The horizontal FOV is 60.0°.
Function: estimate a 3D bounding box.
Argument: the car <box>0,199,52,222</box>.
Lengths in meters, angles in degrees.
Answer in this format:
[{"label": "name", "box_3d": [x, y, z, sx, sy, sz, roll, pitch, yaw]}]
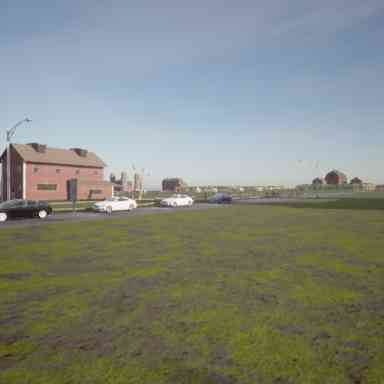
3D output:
[{"label": "car", "box_3d": [-12.901, 1.302, 24.669, 1.837, 1.490, 4.892, 1, 1, 36]}]

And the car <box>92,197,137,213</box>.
[{"label": "car", "box_3d": [-7.410, 1.186, 32.249, 1.812, 1.442, 4.674, 1, 1, 36]}]

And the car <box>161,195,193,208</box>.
[{"label": "car", "box_3d": [-1.759, 1.043, 40.054, 1.812, 1.442, 4.674, 1, 1, 36]}]

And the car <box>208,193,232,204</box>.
[{"label": "car", "box_3d": [4.154, 0.891, 48.163, 1.812, 1.442, 4.674, 1, 1, 36]}]
